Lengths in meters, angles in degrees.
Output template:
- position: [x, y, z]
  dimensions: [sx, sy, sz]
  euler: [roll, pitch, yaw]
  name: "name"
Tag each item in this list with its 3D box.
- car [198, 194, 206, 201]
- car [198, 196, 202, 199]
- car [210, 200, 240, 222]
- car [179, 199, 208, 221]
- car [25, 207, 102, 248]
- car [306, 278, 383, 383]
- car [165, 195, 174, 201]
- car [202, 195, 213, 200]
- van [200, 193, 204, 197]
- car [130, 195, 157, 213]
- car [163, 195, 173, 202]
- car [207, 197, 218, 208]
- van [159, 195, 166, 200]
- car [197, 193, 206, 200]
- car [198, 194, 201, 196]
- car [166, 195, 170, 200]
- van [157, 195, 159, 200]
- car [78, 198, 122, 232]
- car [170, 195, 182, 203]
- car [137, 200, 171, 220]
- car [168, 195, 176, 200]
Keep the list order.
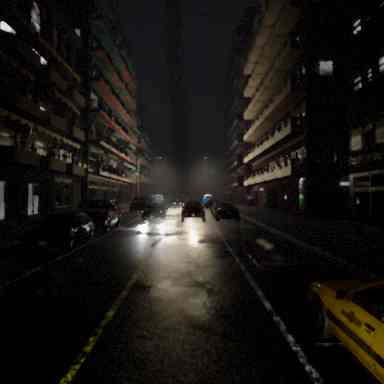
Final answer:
- position: [2.695, 1.452, 88.745]
  dimensions: [1.967, 1.590, 4.097]
  euler: [1, 0, 0]
  name: "car"
- position: [0.094, 1.600, 45.846]
  dimensions: [1.895, 1.301, 4.718]
  euler: [0, 0, 0]
  name: "car"
- position: [2.701, 1.564, 26.214]
  dimensions: [1.947, 1.339, 4.313]
  euler: [1, 0, 0]
  name: "car"
- position: [0.096, 1.524, 27.066]
  dimensions: [1.812, 1.442, 4.674]
  euler: [0, 0, 0]
  name: "car"
- position: [-5.678, 1.564, 14.784]
  dimensions: [1.947, 1.339, 4.313]
  euler: [1, 0, 0]
  name: "car"
- position: [2.704, 1.525, 3.645]
  dimensions: [1.752, 1.417, 4.829]
  euler: [1, 0, 0]
  name: "car"
- position: [-5.654, 1.576, 82.999]
  dimensions: [1.947, 1.339, 4.313]
  euler: [1, 0, 0]
  name: "car"
- position: [2.701, 1.439, 43.267]
  dimensions: [1.967, 1.590, 4.097]
  euler: [1, 0, 0]
  name: "car"
- position: [2.701, 1.342, 54.637]
  dimensions: [1.690, 1.788, 3.998]
  euler: [1, 0, 0]
  name: "van"
- position: [-5.676, 1.314, 37.521]
  dimensions: [2.192, 1.841, 5.009]
  euler: [1, 0, 0]
  name: "car"
- position: [-5.650, 1.447, 77.314]
  dimensions: [1.967, 1.590, 4.097]
  euler: [1, 0, 0]
  name: "car"
- position: [2.701, 1.524, 32.068]
  dimensions: [1.752, 1.417, 4.829]
  euler: [1, 0, 0]
  name: "car"
- position: [-5.685, 1.341, 54.576]
  dimensions: [1.690, 1.788, 3.998]
  euler: [1, 0, 0]
  name: "van"
- position: [2.697, 1.330, 94.429]
  dimensions: [2.192, 1.841, 5.009]
  euler: [1, 0, 0]
  name: "car"
- position: [2.695, 1.587, 71.691]
  dimensions: [1.802, 1.307, 4.206]
  euler: [1, 0, 0]
  name: "car"
- position: [-5.673, 1.552, 60.260]
  dimensions: [2.008, 1.369, 4.403]
  euler: [1, 0, 0]
  name: "car"
- position: [-5.677, 1.340, 43.206]
  dimensions: [1.690, 1.788, 3.998]
  euler: [1, 0, 0]
  name: "van"
- position: [-5.674, 1.313, 20.468]
  dimensions: [2.192, 1.841, 5.009]
  euler: [1, 0, 0]
  name: "car"
- position: [-3.008, 1.533, 70.269]
  dimensions: [2.033, 1.411, 5.357]
  euler: [0, 0, 0]
  name: "car"
- position: [-3.102, 1.599, 27.970]
  dimensions: [1.895, 1.301, 4.718]
  euler: [0, 0, 0]
  name: "car"
- position: [-5.655, 1.559, 94.368]
  dimensions: [1.887, 1.381, 4.507]
  euler: [1, 0, 0]
  name: "car"
